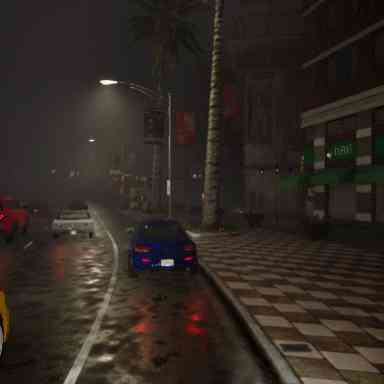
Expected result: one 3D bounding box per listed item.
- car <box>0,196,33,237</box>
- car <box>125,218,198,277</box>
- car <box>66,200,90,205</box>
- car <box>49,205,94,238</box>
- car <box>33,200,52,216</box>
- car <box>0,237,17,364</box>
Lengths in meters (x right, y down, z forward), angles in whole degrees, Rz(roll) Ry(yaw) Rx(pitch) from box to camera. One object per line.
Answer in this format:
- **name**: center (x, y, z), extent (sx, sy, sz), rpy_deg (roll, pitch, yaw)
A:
- **car**: center (-9.354, 1.217, 15.931), extent (2.150, 2.045, 5.566), rpy_deg (0, 0, -18)
- **car**: center (-1.034, 1.524, 10.202), extent (1.812, 1.442, 4.674), rpy_deg (0, 0, -11)
- **car**: center (-11.020, 1.498, 32.148), extent (1.837, 1.490, 4.892), rpy_deg (0, 1, -18)
- **car**: center (-6.236, 1.596, 17.669), extent (1.895, 1.301, 4.718), rpy_deg (0, 0, -18)
- **car**: center (-14.557, 1.465, 31.712), extent (1.882, 1.535, 5.008), rpy_deg (0, 0, -18)
- **car**: center (-3.201, 1.475, 2.353), extent (1.882, 1.535, 5.008), rpy_deg (0, 0, -4)
